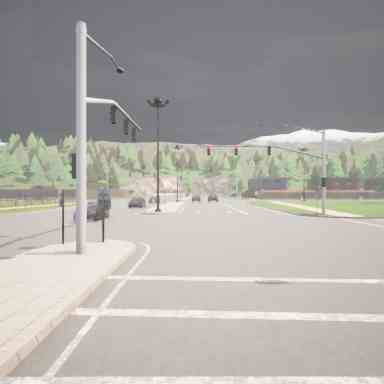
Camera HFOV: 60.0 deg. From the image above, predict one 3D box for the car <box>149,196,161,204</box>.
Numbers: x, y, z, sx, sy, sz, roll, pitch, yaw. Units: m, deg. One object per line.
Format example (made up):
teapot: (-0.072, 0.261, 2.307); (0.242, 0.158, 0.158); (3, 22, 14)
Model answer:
car: (-7.195, 1.504, 64.685); (2.128, 1.511, 4.902); (0, 0, 1)

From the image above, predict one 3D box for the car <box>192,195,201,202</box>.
car: (0.877, 1.358, 69.806); (2.128, 1.511, 4.902); (0, 0, 1)

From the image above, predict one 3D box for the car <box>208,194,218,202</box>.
car: (4.376, 1.188, 69.730); (2.097, 1.767, 4.553); (0, 0, 1)

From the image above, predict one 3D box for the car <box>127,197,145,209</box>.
car: (-7.556, 1.504, 45.547); (1.837, 1.490, 4.892); (0, 0, 1)

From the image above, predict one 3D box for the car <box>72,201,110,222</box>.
car: (-7.826, 1.491, 26.230); (2.128, 1.511, 4.902); (0, 0, 1)
